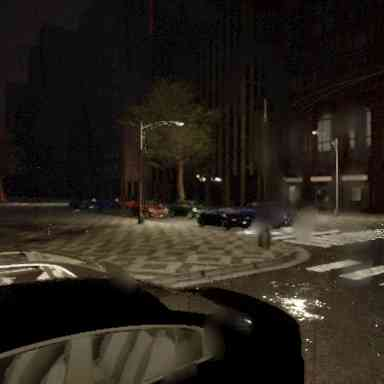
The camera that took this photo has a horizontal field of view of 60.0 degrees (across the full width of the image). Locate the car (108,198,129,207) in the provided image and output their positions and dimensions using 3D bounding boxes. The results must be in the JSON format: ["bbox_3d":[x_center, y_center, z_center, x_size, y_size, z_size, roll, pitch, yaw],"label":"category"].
[{"bbox_3d":[-13.641,1.862,61.706,2.128,1.511,4.902,0,0,-36],"label":"car"}]

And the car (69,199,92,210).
[{"bbox_3d":[-16.970,1.828,49.594,1.812,1.442,4.674,0,-1,-35],"label":"car"}]

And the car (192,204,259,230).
[{"bbox_3d":[2.190,1.772,22.744,1.994,1.385,4.181,0,0,-36],"label":"car"}]

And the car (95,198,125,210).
[{"bbox_3d":[-11.945,1.782,48.100,1.882,1.535,5.008,0,-1,-35],"label":"car"}]

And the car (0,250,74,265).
[{"bbox_3d":[-3.018,1.551,4.501,4.403,1.369,2.008,1,-1,-36],"label":"car"}]

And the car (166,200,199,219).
[{"bbox_3d":[-0.166,1.599,31.605,2.097,1.767,4.553,0,0,-36],"label":"car"}]

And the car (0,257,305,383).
[{"bbox_3d":[-1.301,1.479,2.328,5.008,1.535,1.882,1,-1,-36],"label":"car"}]

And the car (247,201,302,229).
[{"bbox_3d":[5.520,1.572,23.717,2.097,1.767,4.553,0,0,-37],"label":"car"}]

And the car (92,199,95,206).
[{"bbox_3d":[-17.802,1.912,62.099,2.033,1.411,5.357,0,0,-36],"label":"car"}]

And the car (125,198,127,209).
[{"bbox_3d":[-9.951,1.675,51.164,2.097,1.767,4.553,0,0,-37],"label":"car"}]

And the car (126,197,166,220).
[{"bbox_3d":[-4.034,1.591,31.420,2.097,1.767,4.553,0,0,-36],"label":"car"}]

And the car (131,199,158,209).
[{"bbox_3d":[-7.656,1.888,53.428,2.033,1.411,5.357,0,0,-35],"label":"car"}]
